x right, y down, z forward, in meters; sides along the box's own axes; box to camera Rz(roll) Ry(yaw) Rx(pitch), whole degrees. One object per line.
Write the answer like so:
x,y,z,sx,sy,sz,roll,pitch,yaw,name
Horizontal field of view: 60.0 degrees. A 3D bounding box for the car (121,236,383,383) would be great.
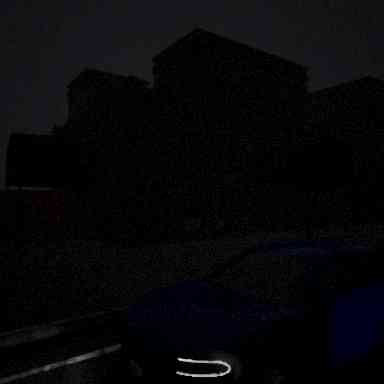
1.474,1.465,4.741,5.008,1.535,1.882,0,0,-36,car
